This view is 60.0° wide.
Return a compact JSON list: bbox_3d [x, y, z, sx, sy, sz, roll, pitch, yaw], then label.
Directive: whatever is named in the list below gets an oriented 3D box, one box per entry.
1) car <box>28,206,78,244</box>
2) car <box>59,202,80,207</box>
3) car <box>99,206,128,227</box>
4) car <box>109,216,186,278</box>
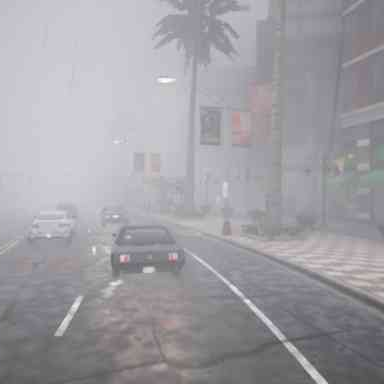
[{"bbox_3d":[-6.846,1.639,16.491,1.812,1.442,4.674,0,0,-17],"label":"car"},{"bbox_3d":[-11.710,1.718,31.256,1.837,1.490,4.892,0,0,-19],"label":"car"},{"bbox_3d":[-5.845,1.714,24.742,2.033,1.411,5.357,0,0,-18],"label":"car"},{"bbox_3d":[-1.554,1.671,10.457,1.895,1.301,4.718,0,0,-13],"label":"car"}]
